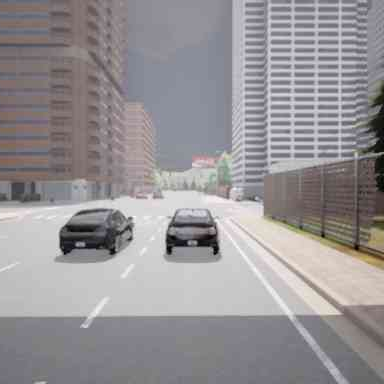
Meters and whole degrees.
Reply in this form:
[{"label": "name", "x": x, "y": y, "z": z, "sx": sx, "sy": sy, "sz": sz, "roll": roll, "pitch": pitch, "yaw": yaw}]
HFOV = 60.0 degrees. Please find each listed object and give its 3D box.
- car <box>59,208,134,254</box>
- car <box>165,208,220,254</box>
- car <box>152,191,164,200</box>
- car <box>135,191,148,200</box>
[{"label": "car", "x": -3.463, "y": 1.372, "z": 12.811, "sx": 1.837, "sy": 1.490, "sz": 4.892, "roll": 0, "pitch": 1, "yaw": 1}, {"label": "car", "x": 0.037, "y": 1.358, "z": 12.811, "sx": 2.128, "sy": 1.511, "sz": 4.902, "roll": 0, "pitch": 1, "yaw": 1}, {"label": "car", "x": -7.019, "y": 0.645, "z": 69.048, "sx": 2.097, "sy": 1.767, "sz": 4.553, "roll": 0, "pitch": 1, "yaw": 0}, {"label": "car", "x": -10.519, "y": 0.645, "z": 69.110, "sx": 2.097, "sy": 1.767, "sz": 4.553, "roll": 0, "pitch": 1, "yaw": 0}]
